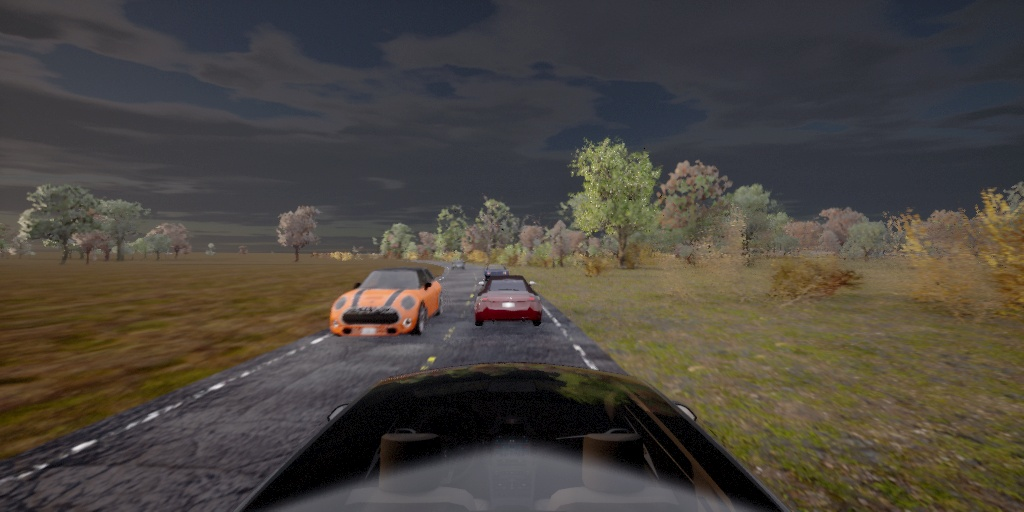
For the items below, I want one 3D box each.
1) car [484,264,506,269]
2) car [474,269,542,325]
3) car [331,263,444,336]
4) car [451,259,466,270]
[{"bbox_3d":[-1.390,1.352,29.664,1.895,1.301,4.718,0,0,-6],"label":"car"},{"bbox_3d":[-0.164,1.315,11.852,1.994,1.385,4.181,0,0,-2],"label":"car"},{"bbox_3d":[-3.315,1.107,10.360,2.097,1.767,4.553,0,0,-2],"label":"car"},{"bbox_3d":[-7.695,1.249,51.716,2.128,1.511,4.902,0,0,-10],"label":"car"}]
